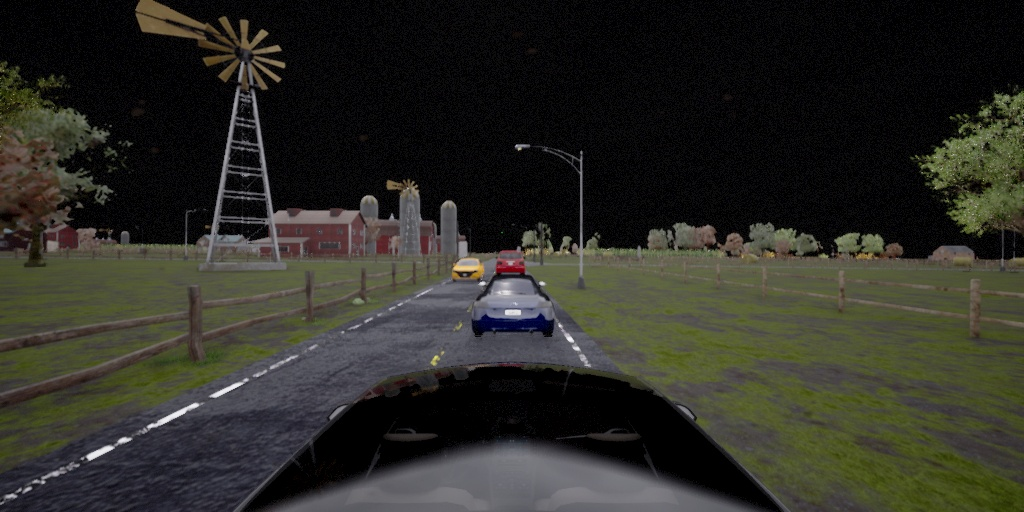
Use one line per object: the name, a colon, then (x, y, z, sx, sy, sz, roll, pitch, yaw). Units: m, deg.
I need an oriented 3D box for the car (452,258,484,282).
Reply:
car: (-3.025, 0.904, 25.425, 1.882, 1.535, 5.008, 0, 1, 0)

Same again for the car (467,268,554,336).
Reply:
car: (0.014, 1.201, 10.005, 1.994, 1.385, 4.181, 0, 1, 0)

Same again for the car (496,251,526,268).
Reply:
car: (-0.114, 0.611, 28.297, 2.150, 2.045, 5.566, 0, 1, 0)
